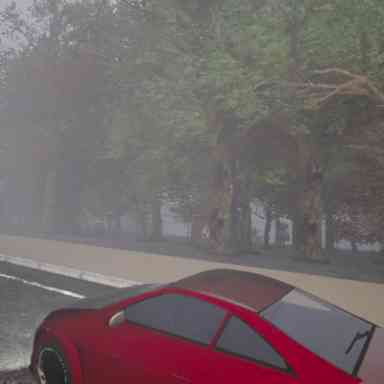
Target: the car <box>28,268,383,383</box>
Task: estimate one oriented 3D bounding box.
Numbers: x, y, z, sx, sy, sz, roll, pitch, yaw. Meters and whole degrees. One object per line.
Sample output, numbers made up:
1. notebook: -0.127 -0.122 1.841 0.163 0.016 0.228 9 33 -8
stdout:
1. car: 0.089 1.581 3.621 4.181 1.385 1.994 -1 0 36
